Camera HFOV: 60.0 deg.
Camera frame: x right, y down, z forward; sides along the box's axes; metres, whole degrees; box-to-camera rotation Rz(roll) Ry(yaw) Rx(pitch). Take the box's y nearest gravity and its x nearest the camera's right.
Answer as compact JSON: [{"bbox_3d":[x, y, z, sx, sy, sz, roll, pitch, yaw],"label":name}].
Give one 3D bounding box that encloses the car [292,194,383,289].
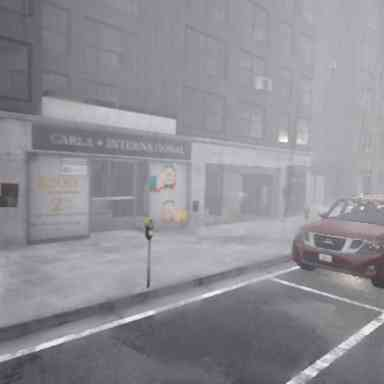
[{"bbox_3d":[4.629,1.015,8.565,5.009,1.841,2.192,-1,4,-42],"label":"car"}]
